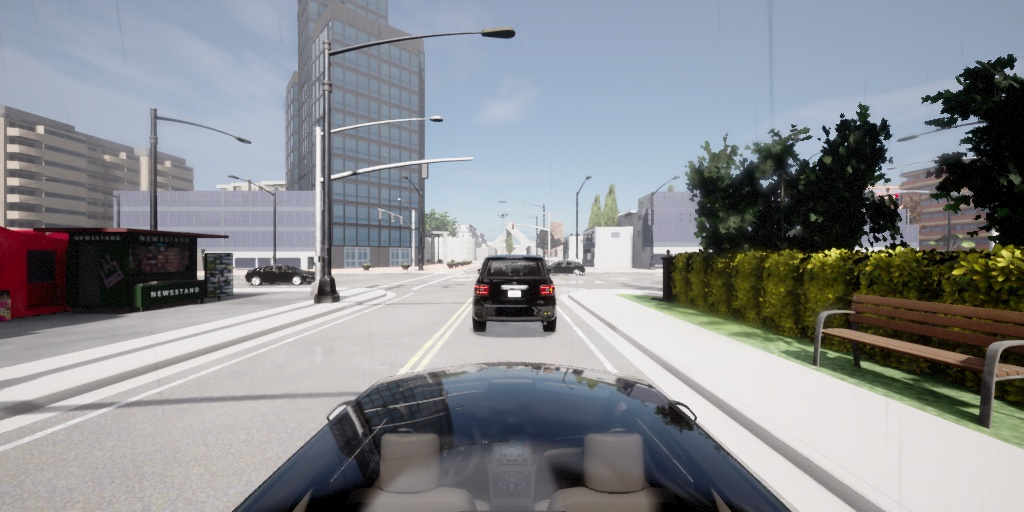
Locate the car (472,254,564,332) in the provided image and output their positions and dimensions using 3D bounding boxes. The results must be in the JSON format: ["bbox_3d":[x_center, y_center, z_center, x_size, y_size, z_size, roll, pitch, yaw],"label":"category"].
[{"bbox_3d":[0.075,0.971,11.036,2.150,2.045,5.566,0,0,0],"label":"car"}]

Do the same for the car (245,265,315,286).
[{"bbox_3d":[-16.638,1.362,26.130,4.892,1.490,1.837,-1,0,0],"label":"car"}]

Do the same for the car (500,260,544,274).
[{"bbox_3d":[1.095,1.253,40.463,4.902,1.511,2.128,0,0,0],"label":"car"}]

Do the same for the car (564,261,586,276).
[{"bbox_3d":[5.129,1.257,36.994,4.892,1.490,1.837,0,0,0],"label":"car"}]
